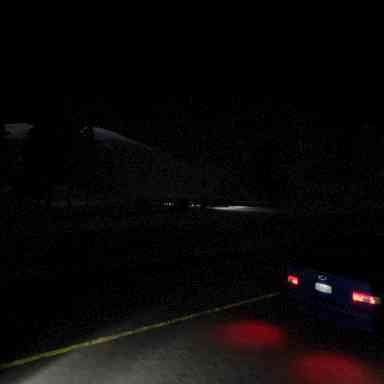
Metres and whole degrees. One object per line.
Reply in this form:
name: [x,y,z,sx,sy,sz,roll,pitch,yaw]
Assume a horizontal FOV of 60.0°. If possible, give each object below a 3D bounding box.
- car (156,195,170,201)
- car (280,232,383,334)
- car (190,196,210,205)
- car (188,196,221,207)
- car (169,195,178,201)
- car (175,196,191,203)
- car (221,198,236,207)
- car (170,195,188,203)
car: [-5.514,1.492,69.406,2.128,1.511,4.902,0,0,-18]
car: [4.099,1.547,6.659,5.357,1.411,2.033,0,0,-35]
car: [1.380,1.526,60.451,1.812,1.442,4.674,0,0,-22]
car: [1.840,1.491,51.322,2.128,1.511,4.902,0,0,-27]
car: [-4.705,1.525,84.160,2.128,1.511,4.902,0,0,-7]
car: [-1.886,1.542,69.458,2.033,1.411,5.357,0,0,-18]
car: [5.148,1.564,52.574,1.994,1.385,4.181,0,0,-29]
car: [-1.957,1.564,59.387,1.994,1.385,4.181,0,0,-21]
